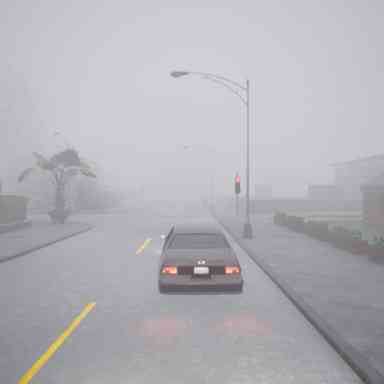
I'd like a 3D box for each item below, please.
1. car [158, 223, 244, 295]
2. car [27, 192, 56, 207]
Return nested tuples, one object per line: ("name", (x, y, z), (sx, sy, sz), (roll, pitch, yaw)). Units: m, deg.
("car", (0.107, 1.547, 8.877), (2.033, 1.411, 5.357), (0, 0, -2))
("car", (-19.789, 0.984, 43.778), (1.905, 1.878, 3.866), (0, 0, 35))
